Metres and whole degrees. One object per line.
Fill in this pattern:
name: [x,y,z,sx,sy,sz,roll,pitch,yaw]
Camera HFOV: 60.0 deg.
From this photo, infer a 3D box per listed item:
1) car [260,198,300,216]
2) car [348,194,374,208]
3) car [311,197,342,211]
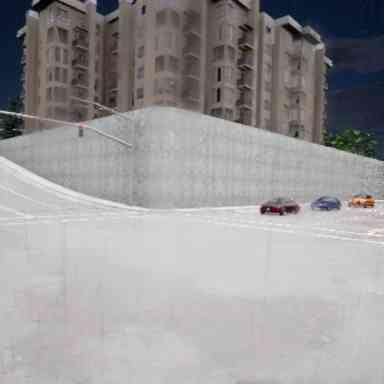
car: [7.563,1.215,28.423,1.994,1.385,4.181,3,2,44]
car: [22.333,1.112,43.872,2.097,1.767,4.553,3,1,44]
car: [14.462,1.227,35.657,1.812,1.442,4.674,3,2,44]
